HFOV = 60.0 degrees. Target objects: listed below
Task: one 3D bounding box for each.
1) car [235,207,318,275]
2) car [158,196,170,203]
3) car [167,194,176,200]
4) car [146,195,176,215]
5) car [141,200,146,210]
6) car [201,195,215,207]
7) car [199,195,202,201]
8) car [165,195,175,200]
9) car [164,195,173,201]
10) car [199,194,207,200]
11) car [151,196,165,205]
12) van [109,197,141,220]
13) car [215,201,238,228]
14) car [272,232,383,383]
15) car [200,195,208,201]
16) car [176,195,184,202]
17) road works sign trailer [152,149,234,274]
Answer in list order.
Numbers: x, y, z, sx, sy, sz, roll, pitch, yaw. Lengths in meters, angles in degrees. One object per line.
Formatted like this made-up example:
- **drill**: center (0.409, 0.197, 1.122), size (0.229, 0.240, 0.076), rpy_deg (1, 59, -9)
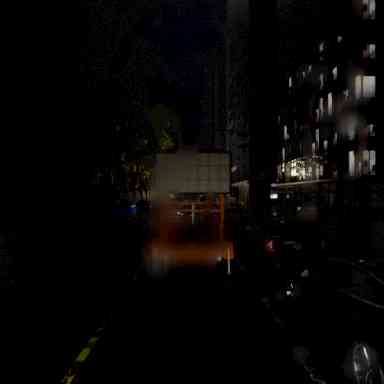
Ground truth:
- **car**: center (2.709, 1.437, 10.464), size (1.967, 1.590, 4.097), rpy_deg (0, 0, 0)
- **car**: center (-5.586, 1.444, 67.314), size (2.008, 1.369, 4.403), rpy_deg (0, 0, 0)
- **car**: center (-5.552, 1.369, 90.046), size (2.008, 1.369, 4.403), rpy_deg (0, 0, 0)
- **car**: center (-3.050, 1.323, 33.445), size (2.097, 1.767, 4.553), rpy_deg (0, 0, 0)
- **car**: center (-5.629, 1.543, 38.900), size (1.802, 1.307, 4.206), rpy_deg (0, 0, 0)
- **car**: center (2.769, 1.520, 50.237), size (1.802, 1.307, 4.206), rpy_deg (0, 0, 0)
- **car**: center (2.795, 1.438, 67.281), size (1.887, 1.381, 4.507), rpy_deg (0, 0, 0)
- **car**: center (-5.560, 1.389, 84.363), size (2.008, 1.369, 4.403), rpy_deg (0, 0, 0)
- **car**: center (-5.569, 1.383, 78.509), size (1.752, 1.417, 4.829), rpy_deg (0, 0, 0)
- **car**: center (2.829, 1.369, 90.007), size (2.008, 1.369, 4.403), rpy_deg (0, 0, 0)
- **car**: center (-5.603, 1.469, 55.948), size (1.887, 1.381, 4.507), rpy_deg (0, 0, 0)
- **van**: center (-5.645, 1.321, 27.534), size (1.690, 1.788, 3.998), rpy_deg (0, 0, 0)
- **car**: center (2.726, 1.512, 22.000), size (1.752, 1.417, 4.829), rpy_deg (0, 0, 0)
- **car**: center (2.700, 1.565, 4.783), size (1.947, 1.339, 4.313), rpy_deg (0, 0, 0)
- **car**: center (2.812, 1.423, 78.643), size (1.947, 1.339, 4.313), rpy_deg (0, 0, 0)
- **car**: center (-2.891, 1.396, 74.129), size (1.812, 1.442, 4.674), rpy_deg (0, 0, 0)
- **road works sign trailer**: center (0.031, 0.461, 10.526), size (2.380, 3.560, 2.880), rpy_deg (0, 0, 1)
